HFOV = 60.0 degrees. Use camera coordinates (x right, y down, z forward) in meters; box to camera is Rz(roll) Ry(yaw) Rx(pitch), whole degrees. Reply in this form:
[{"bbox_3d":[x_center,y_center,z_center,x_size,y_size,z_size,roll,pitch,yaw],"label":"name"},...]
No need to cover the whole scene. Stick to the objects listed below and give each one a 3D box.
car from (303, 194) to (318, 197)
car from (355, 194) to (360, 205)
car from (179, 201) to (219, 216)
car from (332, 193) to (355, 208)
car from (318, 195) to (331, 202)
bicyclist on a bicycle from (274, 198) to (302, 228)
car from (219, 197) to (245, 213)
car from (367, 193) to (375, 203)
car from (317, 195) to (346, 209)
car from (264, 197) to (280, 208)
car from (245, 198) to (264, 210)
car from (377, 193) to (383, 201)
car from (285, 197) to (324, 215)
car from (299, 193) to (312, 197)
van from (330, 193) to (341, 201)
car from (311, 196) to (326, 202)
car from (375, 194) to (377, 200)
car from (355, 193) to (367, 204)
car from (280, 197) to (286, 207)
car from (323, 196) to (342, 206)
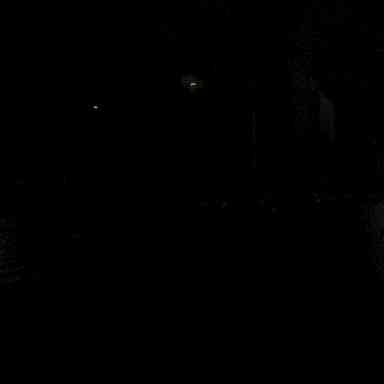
[{"bbox_3d":[16.826,1.373,44.858,1.812,1.442,4.674,-1,0,35],"label":"car"},{"bbox_3d":[23.557,1.379,50.069,1.947,1.339,4.313,0,0,35],"label":"car"},{"bbox_3d":[0.510,1.525,31.736,1.802,1.307,4.206,0,0,35],"label":"car"},{"bbox_3d":[20.348,1.137,45.433,2.192,1.841,5.009,0,0,35],"label":"car"},{"bbox_3d":[29.384,1.428,73.477,1.802,1.307,4.206,0,0,35],"label":"car"},{"bbox_3d":[5.263,1.177,18.418,1.656,1.620,0.582,-1,0,35],"label":"bicyclist on a bicycle"},{"bbox_3d":[3.716,1.367,36.374,1.967,1.590,4.097,0,0,35],"label":"car"},{"bbox_3d":[33.180,1.100,63.983,2.192,1.841,5.009,0,0,35],"label":"car"},{"bbox_3d":[17.141,1.378,40.795,1.887,1.381,4.507,0,0,35],"label":"car"},{"bbox_3d":[10.037,1.427,45.509,1.752,1.417,4.829,0,0,35],"label":"car"},{"bbox_3d":[6.926,1.495,41.012,1.802,1.307,4.206,0,0,35],"label":"car"},{"bbox_3d":[42.804,1.360,77.893,1.802,1.307,4.206,-1,0,35],"label":"car"},{"bbox_3d":[10.726,1.425,31.520,1.947,1.339,4.313,0,0,35],"label":"car"},{"bbox_3d":[19.759,1.416,59.564,1.887,1.381,4.507,0,0,35],"label":"car"},{"bbox_3d":[35.799,1.187,82.755,1.690,1.788,3.998,-1,0,35],"label":"van"},{"bbox_3d":[26.177,1.419,68.840,1.947,1.339,4.313,0,0,35],"label":"car"},{"bbox_3d":[36.485,1.303,68.759,1.752,1.417,4.829,-1,0,35],"label":"car"},{"bbox_3d":[26.764,1.119,54.707,2.192,1.841,5.009,0,0,35],"label":"car"},{"bbox_3d":[13.342,1.456,50.288,1.947,1.339,4.313,0,0,35],"label":"car"},{"bbox_3d":[22.549,1.335,53.135,1.837,1.490,4.892,-1,0,35],"label":"car"}]
